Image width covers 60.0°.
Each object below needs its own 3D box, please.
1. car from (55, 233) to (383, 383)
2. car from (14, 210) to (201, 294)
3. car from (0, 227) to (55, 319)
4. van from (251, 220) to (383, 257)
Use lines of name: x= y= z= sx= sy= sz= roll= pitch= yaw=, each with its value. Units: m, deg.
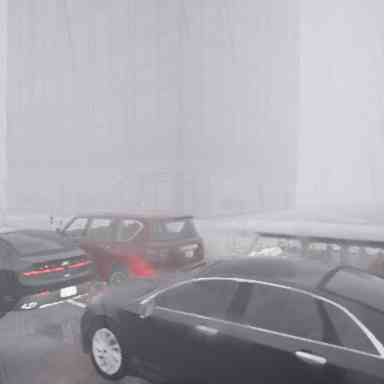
car: x=0.682 y=1.534 z=3.868 sx=4.892 sy=1.490 sz=1.837 roll=0 pitch=0 yaw=36
car: x=-1.990 y=1.361 z=8.221 sx=5.009 sy=1.841 sz=2.192 roll=0 pitch=0 yaw=36
car: x=-4.172 y=1.539 z=7.393 sx=4.892 sy=1.490 sz=1.837 roll=0 pitch=0 yaw=36
van: x=2.581 y=1.382 z=4.902 sx=3.998 sy=1.788 sz=1.690 roll=0 pitch=0 yaw=36
